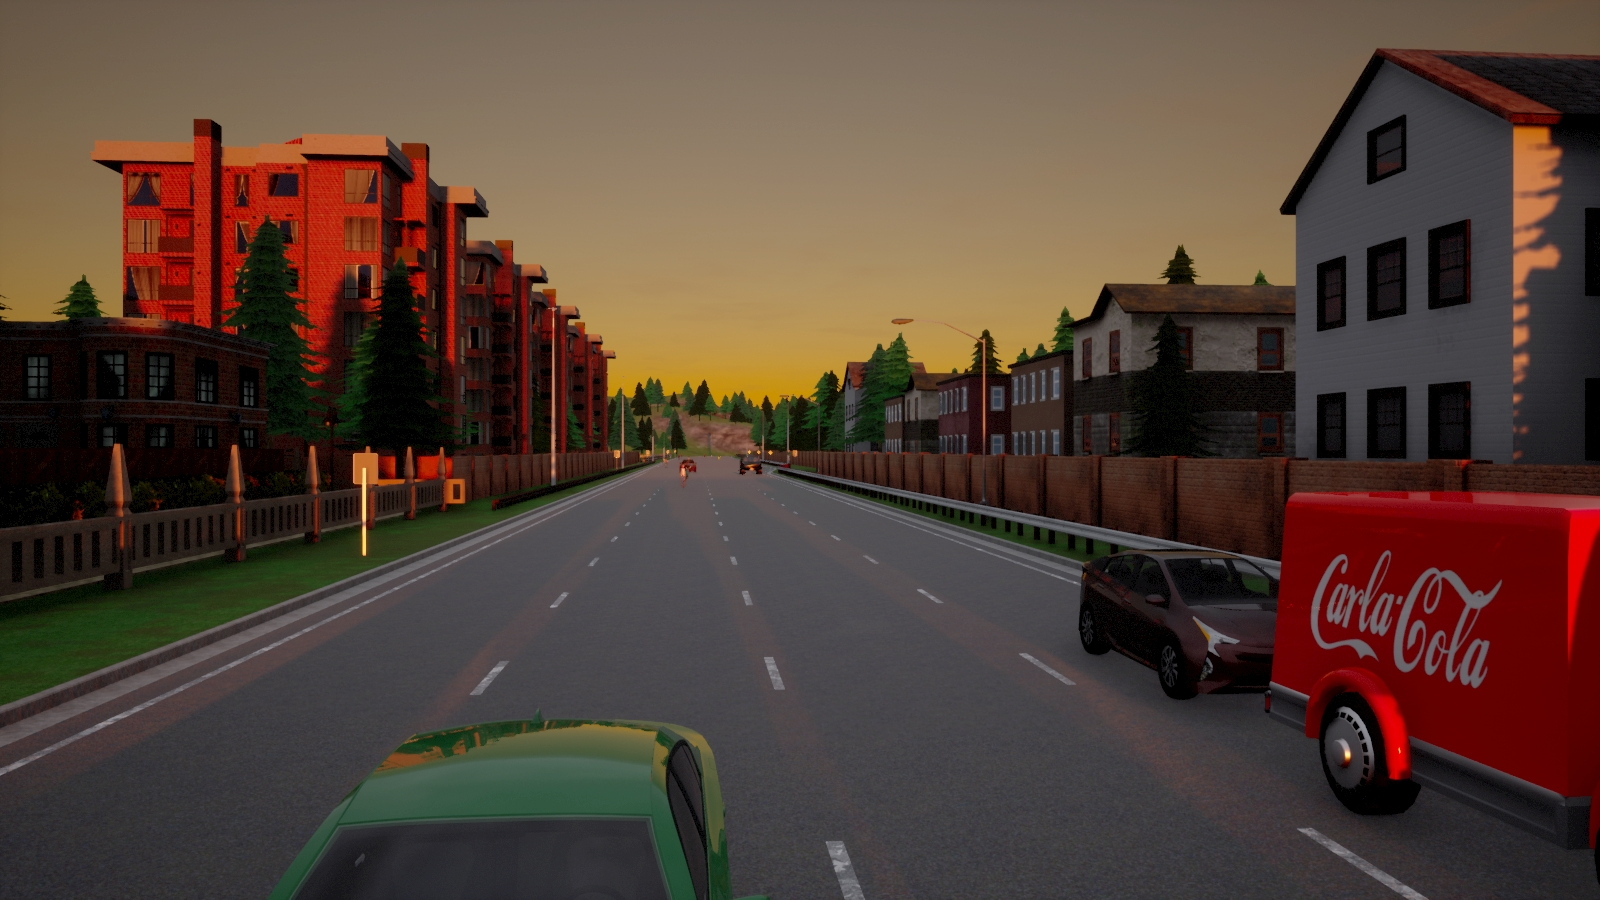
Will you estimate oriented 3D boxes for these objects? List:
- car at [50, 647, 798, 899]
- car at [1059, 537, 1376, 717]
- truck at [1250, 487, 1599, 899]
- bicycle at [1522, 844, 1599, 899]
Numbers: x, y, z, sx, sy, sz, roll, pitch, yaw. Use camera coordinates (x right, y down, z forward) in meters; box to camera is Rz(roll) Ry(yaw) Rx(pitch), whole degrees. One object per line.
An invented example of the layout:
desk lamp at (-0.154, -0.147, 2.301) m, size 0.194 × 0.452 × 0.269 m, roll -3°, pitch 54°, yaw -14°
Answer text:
car at (-1.202, 2.034, 4.748) m, size 2.097 × 1.535 × 5.006 m, roll 0°, pitch 0°, yaw -5°
car at (4.945, 2.040, 14.354) m, size 2.007 × 1.525 × 4.514 m, roll 0°, pitch 0°, yaw -5°
truck at (5.566, 1.568, 7.740) m, size 2.627 × 2.467 × 5.204 m, roll 0°, pitch 0°, yaw -5°
bicycle at (2.623, 2.056, 2.959) m, size 0.373 × 1.496 × 1.643 m, roll 0°, pitch 0°, yaw -4°
